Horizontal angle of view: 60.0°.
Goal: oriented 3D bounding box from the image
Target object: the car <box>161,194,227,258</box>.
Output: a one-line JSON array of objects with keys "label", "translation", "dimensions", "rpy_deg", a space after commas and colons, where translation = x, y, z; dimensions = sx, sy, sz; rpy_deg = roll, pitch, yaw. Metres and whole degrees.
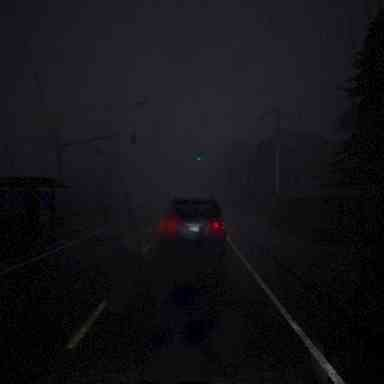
[{"label": "car", "translation": [0.036, 1.227, 12.871], "dimensions": [2.150, 2.045, 5.566], "rpy_deg": [0, 0, -1]}]

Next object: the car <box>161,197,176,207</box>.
[{"label": "car", "translation": [-3.759, 1.588, 53.458], "dimensions": [1.994, 1.385, 4.181], "rpy_deg": [0, 0, 0]}]

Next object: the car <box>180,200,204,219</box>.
[{"label": "car", "translation": [-0.025, 1.574, 31.468], "dimensions": [2.128, 1.511, 4.902], "rpy_deg": [0, 1, 0]}]

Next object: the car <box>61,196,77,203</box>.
[{"label": "car", "translation": [-26.203, 1.583, 70.836], "dimensions": [1.970, 1.475, 3.806], "rpy_deg": [0, 0, -1]}]

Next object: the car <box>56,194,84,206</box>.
[{"label": "car", "translation": [-19.108, 1.512, 52.390], "dimensions": [2.007, 1.523, 4.514], "rpy_deg": [0, 0, -1]}]

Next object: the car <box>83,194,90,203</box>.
[{"label": "car", "translation": [-22.875, 1.299, 70.246], "dimensions": [1.905, 1.878, 3.866], "rpy_deg": [0, 0, -1]}]

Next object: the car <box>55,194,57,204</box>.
[{"label": "car", "translation": [-26.112, 1.316, 62.357], "dimensions": [1.932, 1.855, 4.605], "rpy_deg": [0, 0, -1]}]

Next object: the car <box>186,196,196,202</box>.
[{"label": "car", "translation": [-0.245, 1.455, 69.314], "dimensions": [1.895, 1.301, 4.718], "rpy_deg": [0, 0, 0]}]
